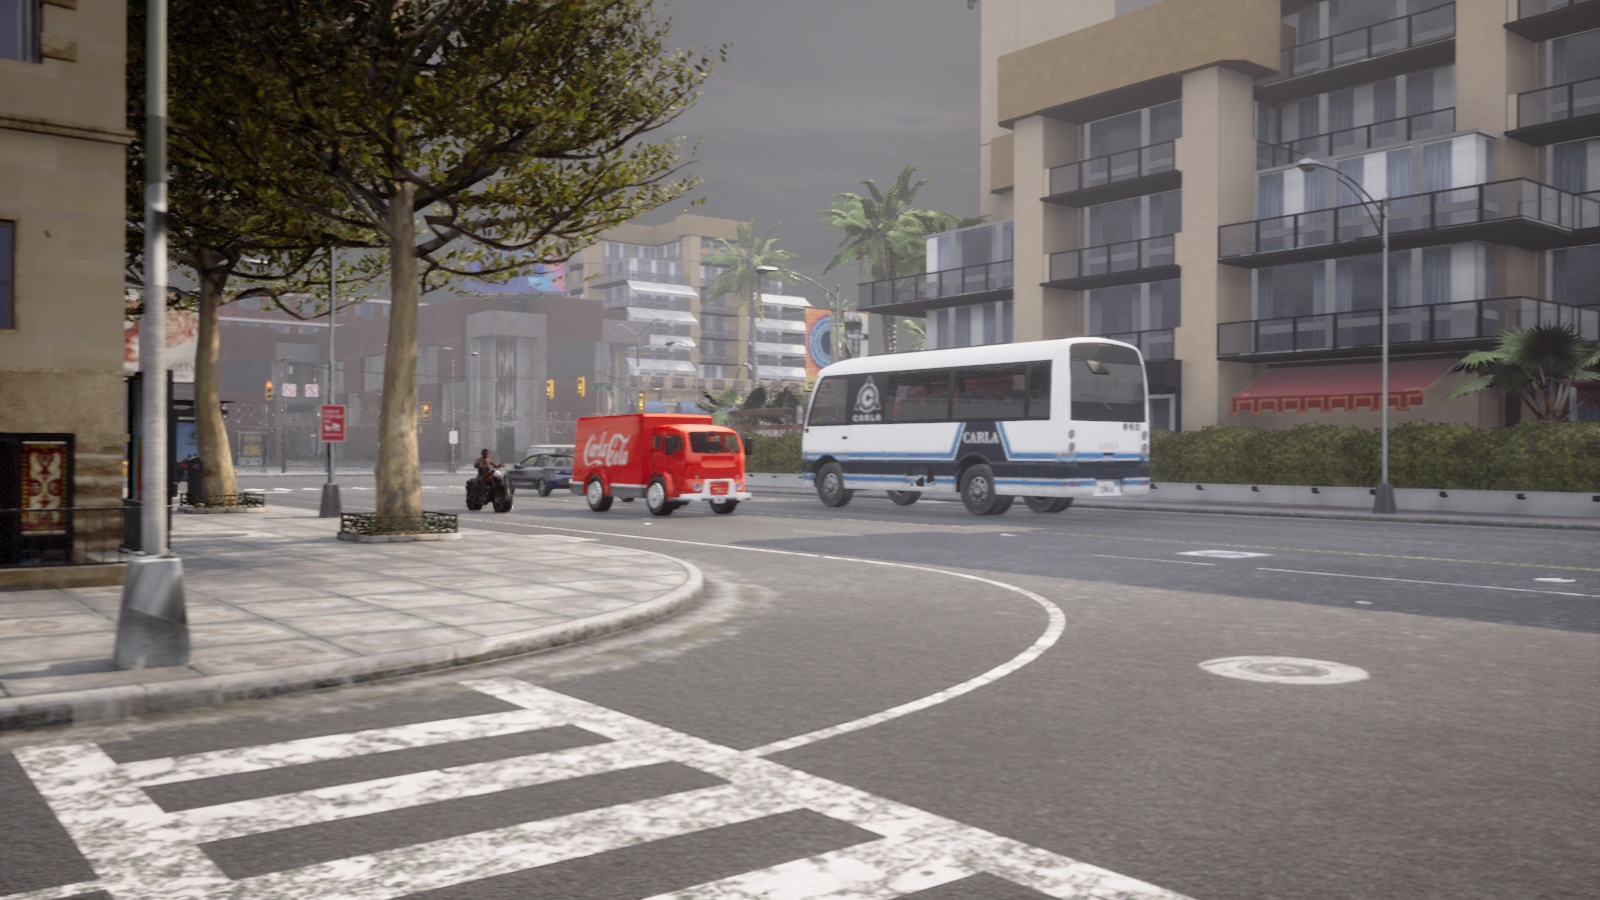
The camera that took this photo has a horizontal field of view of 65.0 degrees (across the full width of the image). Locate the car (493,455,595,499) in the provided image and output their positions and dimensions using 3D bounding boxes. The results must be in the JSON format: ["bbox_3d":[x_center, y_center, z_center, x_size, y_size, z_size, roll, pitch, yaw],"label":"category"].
[{"bbox_3d":[-9.076,0.897,44.324,1.816,1.474,4.193,0,0,-38],"label":"car"}]

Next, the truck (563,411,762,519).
[{"bbox_3d":[-3.563,0.355,31.599,2.627,2.467,5.204,0,0,-38],"label":"truck"}]

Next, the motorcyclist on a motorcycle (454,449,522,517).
[{"bbox_3d":[-7.809,0.794,31.342,0.766,1.649,2.350,0,0,-38],"label":"motorcyclist on a motorcycle"}]

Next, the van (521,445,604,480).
[{"bbox_3d":[-13.918,0.728,73.740,4.442,1.987,1.775,0,0,-37],"label":"van"}]

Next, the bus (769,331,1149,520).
[{"bbox_3d":[3.808,-0.532,33.547,3.944,4.253,10.273,0,0,-38],"label":"bus"}]
